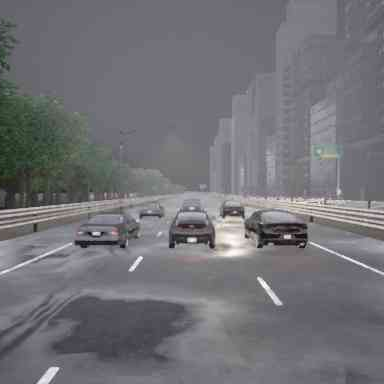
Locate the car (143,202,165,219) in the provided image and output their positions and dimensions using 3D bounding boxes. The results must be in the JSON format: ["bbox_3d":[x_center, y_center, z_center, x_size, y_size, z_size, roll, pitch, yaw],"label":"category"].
[{"bbox_3d":[-3.500,1.599,29.652,1.994,1.385,4.181,0,0,0],"label":"car"}]

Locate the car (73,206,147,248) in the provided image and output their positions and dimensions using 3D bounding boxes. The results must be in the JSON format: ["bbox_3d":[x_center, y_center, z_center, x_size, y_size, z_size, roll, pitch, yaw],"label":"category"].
[{"bbox_3d":[-3.499,1.569,14.651,2.033,1.411,5.357,0,0,0],"label":"car"}]

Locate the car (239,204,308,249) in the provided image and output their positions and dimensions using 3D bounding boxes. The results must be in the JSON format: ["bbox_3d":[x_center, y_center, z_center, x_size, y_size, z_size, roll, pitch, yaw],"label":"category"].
[{"bbox_3d":[3.500,1.491,14.651,1.882,1.535,5.008,0,0,0],"label":"car"}]

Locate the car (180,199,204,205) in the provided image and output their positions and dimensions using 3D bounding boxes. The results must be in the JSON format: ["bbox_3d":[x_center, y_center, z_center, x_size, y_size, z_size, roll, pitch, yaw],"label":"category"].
[{"bbox_3d":[0.000,1.393,29.622,2.097,1.767,4.553,0,0,0],"label":"car"}]

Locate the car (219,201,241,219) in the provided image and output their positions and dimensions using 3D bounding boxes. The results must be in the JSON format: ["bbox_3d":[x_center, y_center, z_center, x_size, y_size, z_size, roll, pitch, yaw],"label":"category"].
[{"bbox_3d":[3.501,1.512,29.652,1.882,1.535,5.008,0,0,0],"label":"car"}]

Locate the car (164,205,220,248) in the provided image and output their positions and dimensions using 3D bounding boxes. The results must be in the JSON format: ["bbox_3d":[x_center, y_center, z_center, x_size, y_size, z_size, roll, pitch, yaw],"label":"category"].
[{"bbox_3d":[0.000,1.522,14.651,1.837,1.490,4.892,0,0,0],"label":"car"}]
